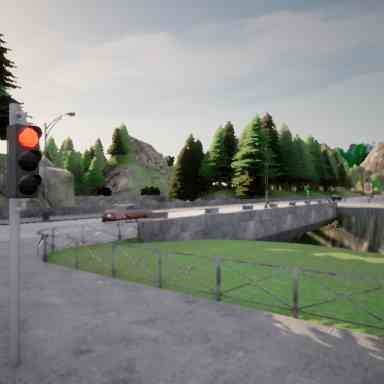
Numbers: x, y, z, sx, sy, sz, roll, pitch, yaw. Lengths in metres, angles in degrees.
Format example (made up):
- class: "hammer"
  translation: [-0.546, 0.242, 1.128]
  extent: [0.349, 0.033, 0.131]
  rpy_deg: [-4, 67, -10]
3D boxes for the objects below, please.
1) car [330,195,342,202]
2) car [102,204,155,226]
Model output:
- class: "car"
  translation: [32.969, 1.438, 75.990]
  extent: [1.837, 1.490, 4.892]
  rpy_deg: [0, 0, 36]
- class: "car"
  translation: [-4.339, 1.536, 23.704]
  extent: [1.994, 1.385, 4.181]
  rpy_deg: [0, 0, 36]
